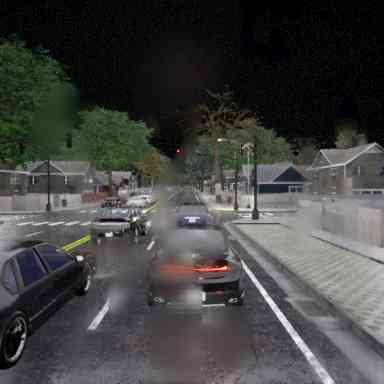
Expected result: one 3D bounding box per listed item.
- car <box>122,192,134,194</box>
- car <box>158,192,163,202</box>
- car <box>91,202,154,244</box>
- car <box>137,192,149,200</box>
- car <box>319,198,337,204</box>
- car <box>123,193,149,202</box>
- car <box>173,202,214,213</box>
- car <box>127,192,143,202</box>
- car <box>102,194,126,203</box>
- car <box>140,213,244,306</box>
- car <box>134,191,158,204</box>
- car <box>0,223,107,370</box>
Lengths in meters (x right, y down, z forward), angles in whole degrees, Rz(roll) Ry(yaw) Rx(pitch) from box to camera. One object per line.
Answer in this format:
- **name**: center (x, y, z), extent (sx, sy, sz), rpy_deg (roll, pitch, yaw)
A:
- **car**: center (-10.131, 0.982, 50.778), extent (2.097, 1.767, 4.553), rpy_deg (0, 1, 0)
- **car**: center (-6.920, 0.822, 60.578), extent (2.097, 1.767, 4.553), rpy_deg (0, 1, 0)
- **car**: center (-3.236, 1.440, 15.378), extent (2.128, 1.511, 4.902), rpy_deg (0, 0, 0)
- **car**: center (-10.152, 0.831, 69.151), extent (1.994, 1.385, 4.181), rpy_deg (0, 1, 0)
- **car**: center (12.416, 1.268, 30.835), extent (4.674, 1.442, 1.812), rpy_deg (0, 1, -3)
- **car**: center (-6.824, 1.254, 41.012), extent (1.812, 1.442, 4.674), rpy_deg (0, 1, 0)
- **car**: center (0.072, 1.290, 17.035), extent (2.097, 1.767, 4.553), rpy_deg (0, 0, 2)
- **car**: center (-10.169, 0.844, 59.479), extent (2.097, 1.767, 4.553), rpy_deg (0, 1, 0)
- **car**: center (-10.089, 1.282, 42.090), extent (1.994, 1.385, 4.181), rpy_deg (0, 1, 0)
- **car**: center (0.062, 1.489, 7.969), extent (1.837, 1.490, 4.892), rpy_deg (0, 0, 0)
- **car**: center (-6.882, 0.853, 50.689), extent (2.150, 2.045, 5.566), rpy_deg (0, 1, 0)
- **car**: center (-3.173, 1.539, 5.624), extent (2.033, 1.411, 5.357), rpy_deg (0, 0, 0)
